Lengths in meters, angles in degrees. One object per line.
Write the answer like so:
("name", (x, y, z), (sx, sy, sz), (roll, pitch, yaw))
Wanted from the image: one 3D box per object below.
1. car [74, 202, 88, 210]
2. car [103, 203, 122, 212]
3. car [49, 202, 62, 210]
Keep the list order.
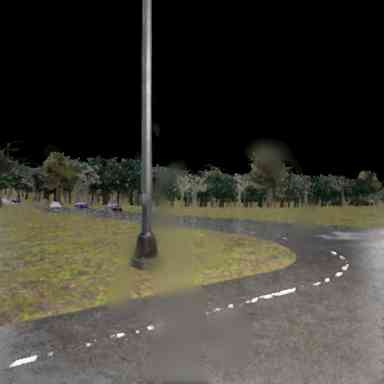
("car", (-23.728, 2.922, 70.939), (1.882, 1.535, 5.008), (3, -3, -36))
("car", (-13.567, 2.640, 56.736), (1.837, 1.490, 4.892), (3, -3, -36))
("car", (-26.489, 2.676, 64.508), (1.812, 1.442, 4.674), (3, -2, -29))
